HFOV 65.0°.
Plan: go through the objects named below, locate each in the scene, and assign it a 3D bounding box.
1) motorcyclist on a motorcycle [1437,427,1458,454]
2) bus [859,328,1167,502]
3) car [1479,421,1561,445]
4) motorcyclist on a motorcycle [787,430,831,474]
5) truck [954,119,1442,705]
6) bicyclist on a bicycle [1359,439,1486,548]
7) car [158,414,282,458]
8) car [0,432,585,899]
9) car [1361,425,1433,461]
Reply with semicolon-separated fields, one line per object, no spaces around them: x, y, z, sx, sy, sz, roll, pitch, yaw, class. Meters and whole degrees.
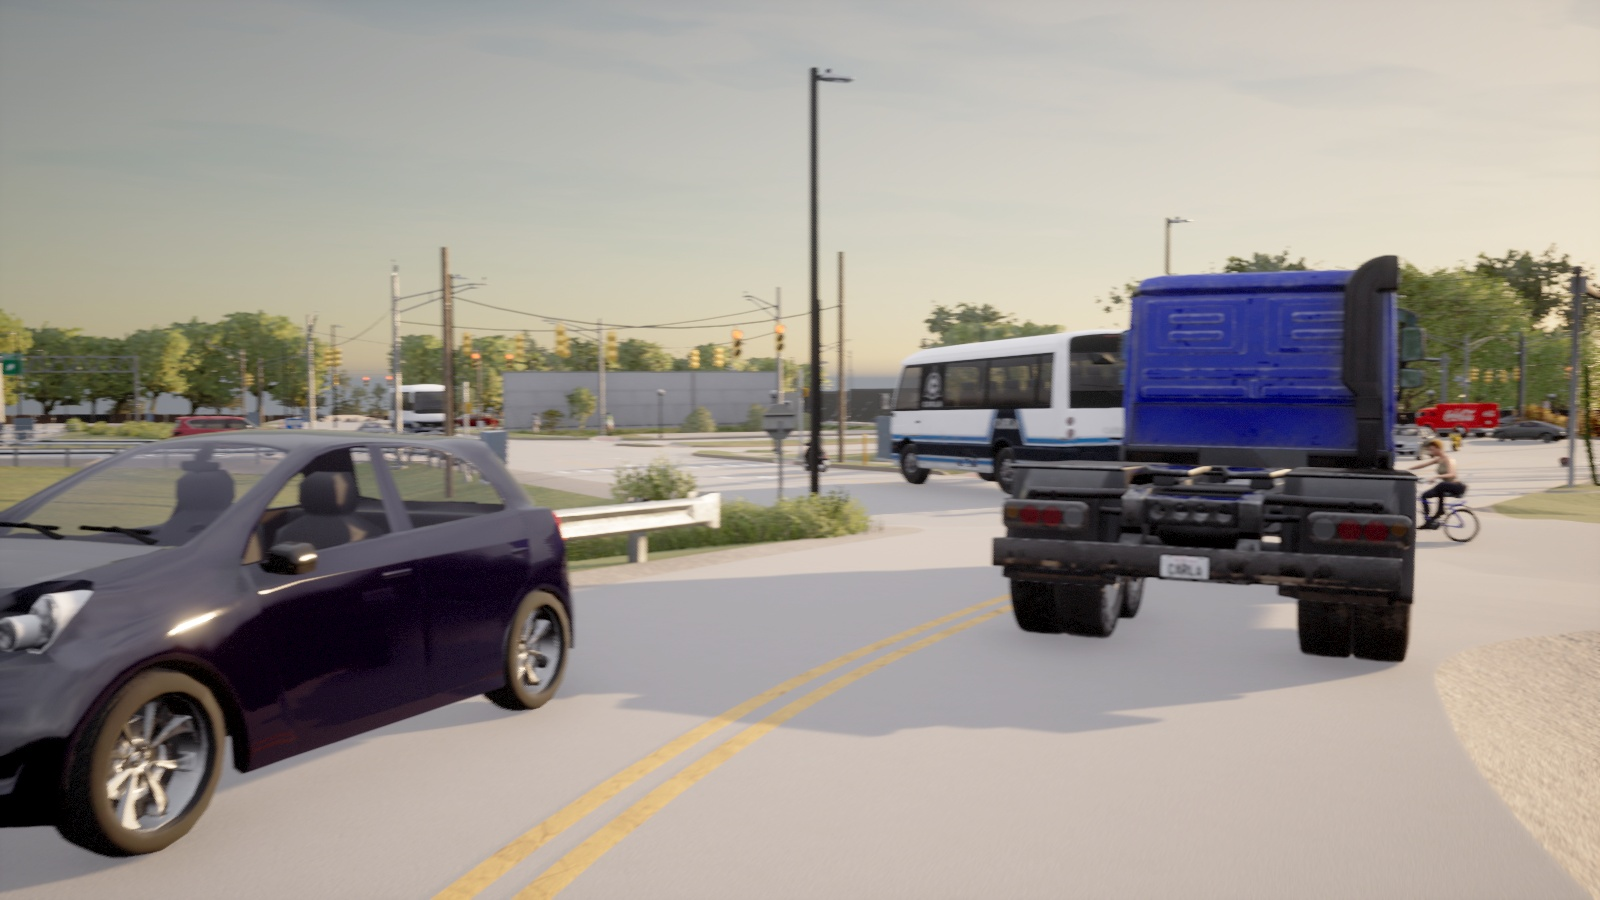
37.369;-0.568;72.436;0.797;1.523;2.044;2;3;35;motorcyclist on a motorcycle
5.681;-1.013;36.321;3.944;4.253;10.273;-1;2;-22;bus
46.818;-1.148;81.683;1.994;1.385;4.181;-3;4;-41;car
0.326;0.052;46.837;0.866;1.590;1.817;-2;2;-29;motorcyclist on a motorcycle
4.003;-0.273;11.634;2.891;3.462;7.936;2;1;24;truck
9.576;0.648;19.370;1.509;1.612;0.866;0;3;5;bicyclist on a bicycle
-29.233;-0.742;63.407;5.566;2.045;2.150;-1;2;-26;car
-2.674;0.682;5.574;1.845;1.501;3.633;1;1;19;car
30.136;-0.394;63.282;2.242;1.667;4.611;3;3;39;car
